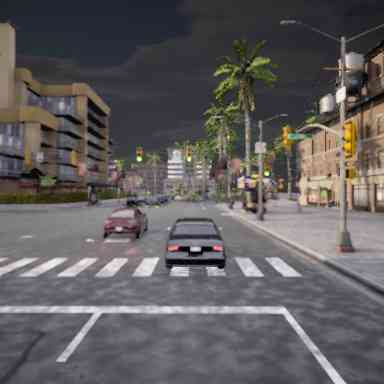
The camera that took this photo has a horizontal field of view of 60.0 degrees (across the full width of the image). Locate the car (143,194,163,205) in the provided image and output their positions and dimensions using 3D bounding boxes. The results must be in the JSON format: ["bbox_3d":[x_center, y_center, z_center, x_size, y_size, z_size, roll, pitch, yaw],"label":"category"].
[{"bbox_3d":[-7.002,1.481,59.666,2.097,1.767,4.553,0,0,0],"label":"car"}]

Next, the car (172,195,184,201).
[{"bbox_3d":[-3.656,1.709,87.009,1.812,1.442,4.674,0,0,-4],"label":"car"}]

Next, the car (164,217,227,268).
[{"bbox_3d":[0.098,1.573,11.359,2.033,1.411,5.357,0,0,0],"label":"car"}]

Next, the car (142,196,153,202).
[{"bbox_3d":[-10.503,1.711,79.092,2.033,1.411,5.357,0,0,0],"label":"car"}]

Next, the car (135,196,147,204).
[{"bbox_3d":[-10.502,1.627,68.794,1.882,1.535,5.008,0,0,0],"label":"car"}]

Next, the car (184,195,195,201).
[{"bbox_3d":[-0.154,1.713,86.942,2.128,1.511,4.902,0,0,-4],"label":"car"}]

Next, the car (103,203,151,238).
[{"bbox_3d":[-3.491,1.565,17.934,1.812,1.442,4.674,0,0,-1],"label":"car"}]

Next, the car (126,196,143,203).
[{"bbox_3d":[-10.502,1.730,59.650,1.895,1.301,4.718,0,0,0],"label":"car"}]

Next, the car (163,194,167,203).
[{"bbox_3d":[-7.002,1.374,69.006,2.150,2.045,5.566,0,0,0],"label":"car"}]
